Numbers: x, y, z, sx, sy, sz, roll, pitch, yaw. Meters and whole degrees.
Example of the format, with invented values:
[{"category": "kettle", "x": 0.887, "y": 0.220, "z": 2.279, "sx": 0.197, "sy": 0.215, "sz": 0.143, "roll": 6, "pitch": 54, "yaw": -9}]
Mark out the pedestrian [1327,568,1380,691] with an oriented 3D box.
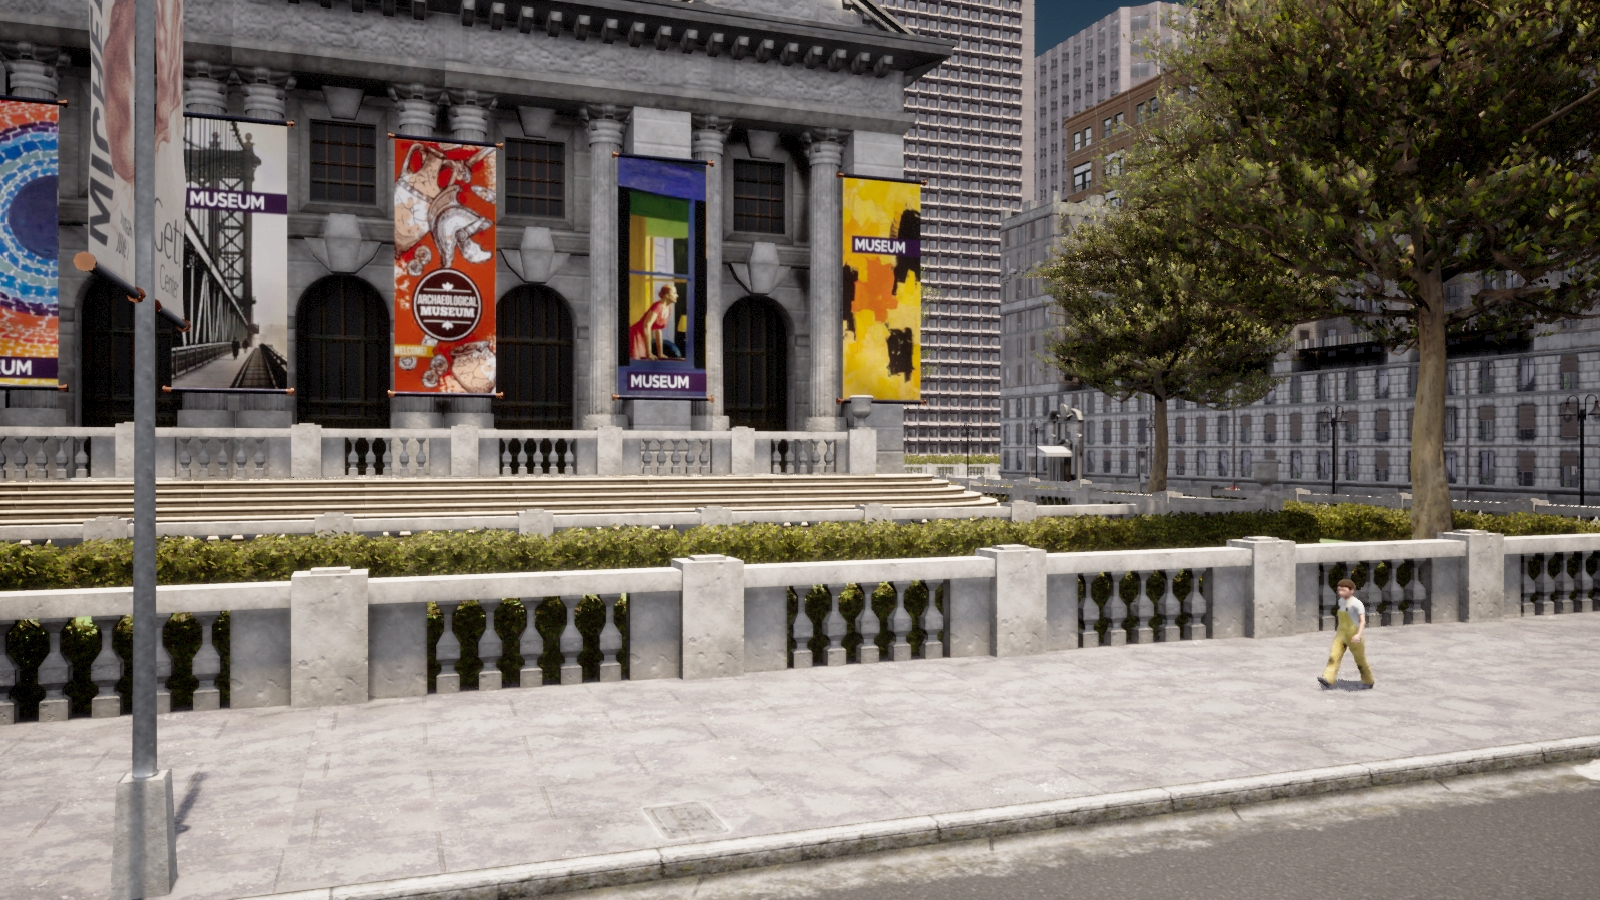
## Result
[{"category": "pedestrian", "x": 6.141, "y": 1.980, "z": 12.685, "sx": 0.375, "sy": 1.300, "sz": 0.375, "roll": 0, "pitch": 0, "yaw": -20}]
